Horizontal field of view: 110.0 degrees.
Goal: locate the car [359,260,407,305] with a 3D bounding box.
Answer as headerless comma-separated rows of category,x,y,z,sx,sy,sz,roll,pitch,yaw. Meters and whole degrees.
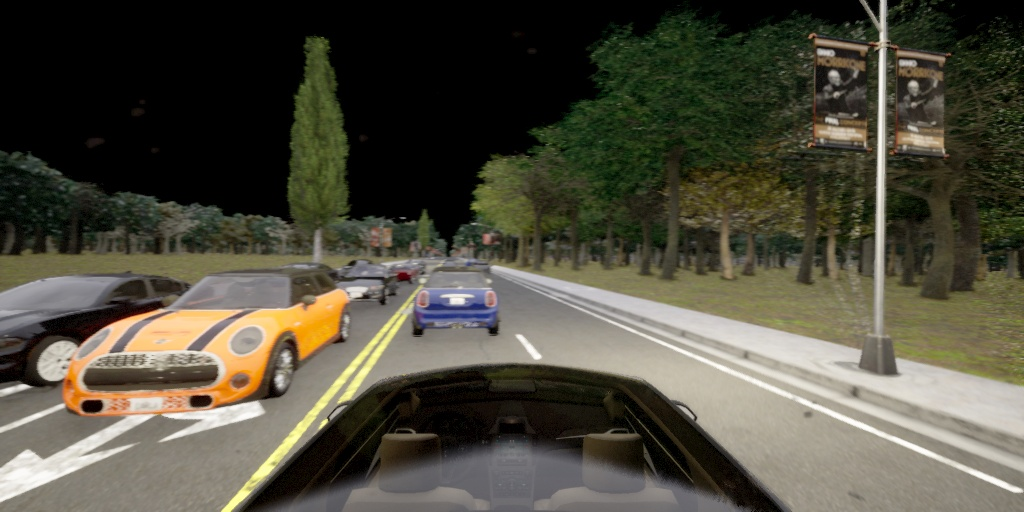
car,-5.935,1.109,15.120,2.128,1.511,4.902,1,0,-10

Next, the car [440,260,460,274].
car,-6.639,1.160,38.432,1.994,1.385,4.181,1,0,-10

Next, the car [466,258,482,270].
car,-5.433,1.103,50.386,1.882,1.535,5.008,1,0,-10

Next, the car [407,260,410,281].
car,-7.616,1.178,24.818,1.895,1.301,4.718,1,0,-10

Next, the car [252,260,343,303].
car,-9.452,1.024,16.367,1.882,1.535,5.008,1,0,-10

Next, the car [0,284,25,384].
car,-7.741,1.068,6.578,1.882,1.535,5.008,1,0,-12

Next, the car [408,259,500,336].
car,-1.625,1.061,10.411,2.097,1.767,4.553,1,0,-10

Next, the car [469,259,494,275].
car,-3.354,1.152,38.480,2.128,1.511,4.902,1,0,-10

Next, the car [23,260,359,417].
car,-4.350,1.011,6.107,2.097,1.767,4.553,1,0,-10
